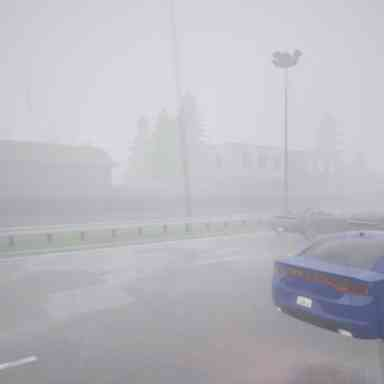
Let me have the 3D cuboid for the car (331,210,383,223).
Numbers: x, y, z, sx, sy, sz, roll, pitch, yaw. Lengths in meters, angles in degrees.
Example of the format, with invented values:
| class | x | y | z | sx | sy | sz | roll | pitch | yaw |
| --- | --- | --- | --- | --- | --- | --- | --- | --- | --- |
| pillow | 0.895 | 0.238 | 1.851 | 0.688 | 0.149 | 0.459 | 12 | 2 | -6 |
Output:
| class | x | y | z | sx | sy | sz | roll | pitch | yaw |
| --- | --- | --- | --- | --- | --- | --- | --- | --- | --- |
| car | 8.151 | 1.505 | 13.860 | 4.892 | 1.490 | 1.837 | 0 | 0 | -36 |

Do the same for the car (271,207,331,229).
| class | x | y | z | sx | sy | sz | roll | pitch | yaw |
| --- | --- | --- | --- | --- | --- | --- | --- | --- | --- |
| car | 6.044 | 1.492 | 16.657 | 4.902 | 1.511 | 2.128 | 0 | 0 | -36 |

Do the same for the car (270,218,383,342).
| class | x | y | z | sx | sy | sz | roll | pitch | yaw |
| --- | --- | --- | --- | --- | --- | --- | --- | --- | --- |
| car | 3.682 | 1.478 | 6.374 | 5.008 | 1.535 | 1.882 | 0 | 0 | -36 |
